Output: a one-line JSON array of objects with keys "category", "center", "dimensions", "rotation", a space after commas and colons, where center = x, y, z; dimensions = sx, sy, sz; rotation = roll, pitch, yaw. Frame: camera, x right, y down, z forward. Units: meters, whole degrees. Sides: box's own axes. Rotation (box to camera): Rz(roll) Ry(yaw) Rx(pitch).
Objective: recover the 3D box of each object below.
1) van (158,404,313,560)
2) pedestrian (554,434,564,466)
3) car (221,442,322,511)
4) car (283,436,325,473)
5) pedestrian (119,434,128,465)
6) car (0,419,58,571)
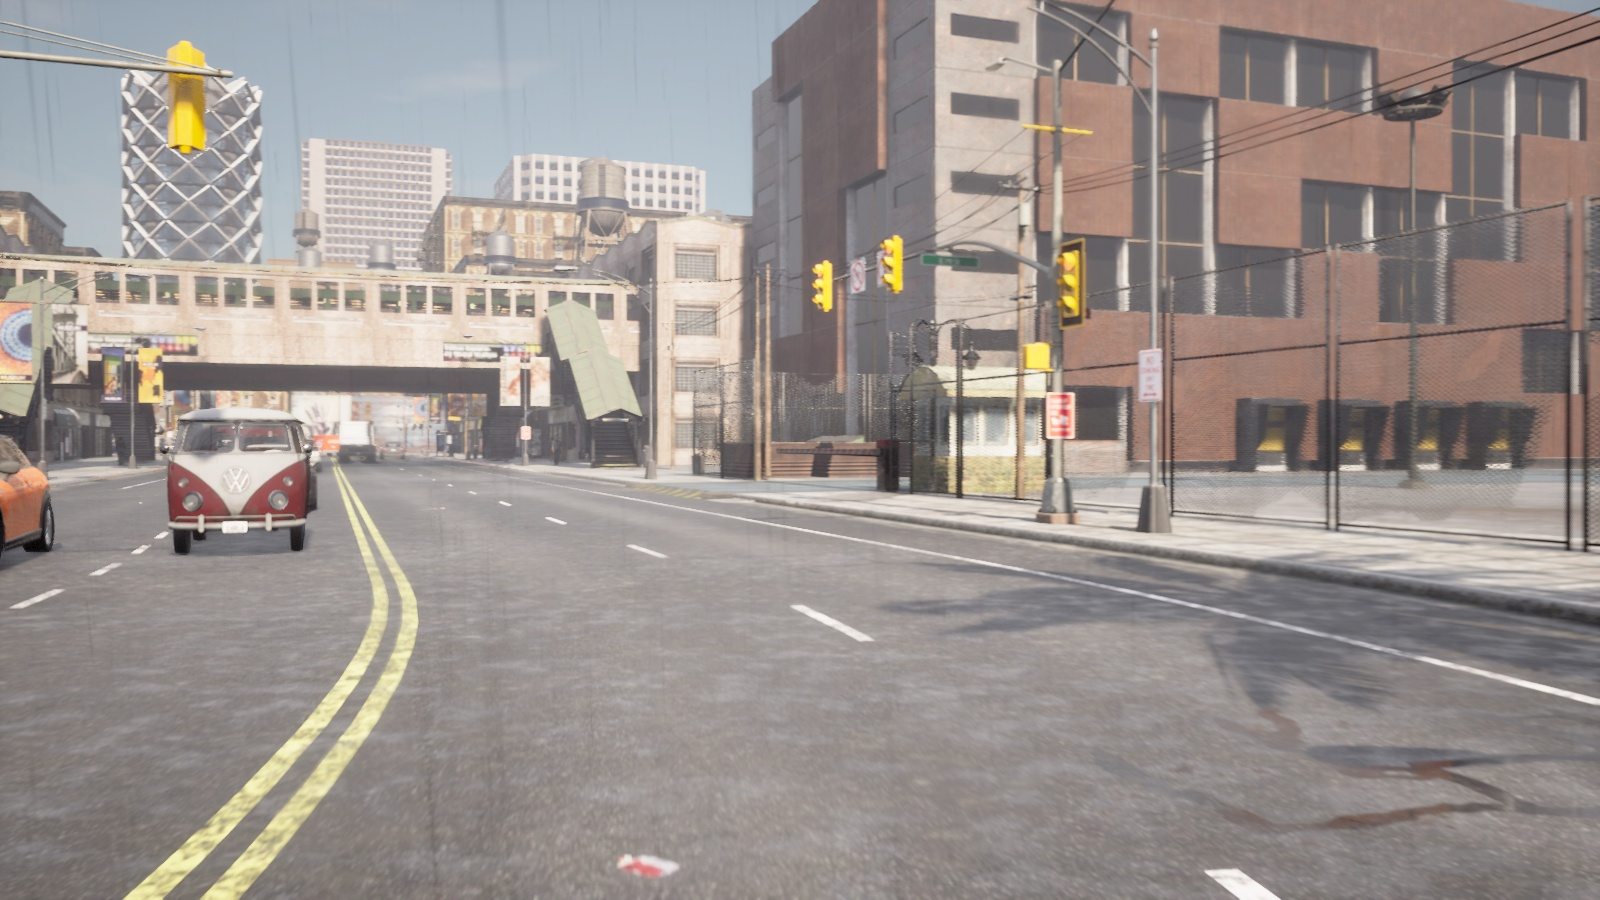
[{"category": "van", "center": [-8.099, 0.396, 18.340], "dimensions": [1.775, 1.987, 4.442], "rotation": [0, 0, -21]}, {"category": "pedestrian", "center": [-14.250, -0.015, 74.221], "dimensions": [0.540, 1.848, 0.694], "rotation": [0, 0, -15]}, {"category": "car", "center": [-11.998, 0.550, 28.709], "dimensions": [1.970, 1.475, 3.806], "rotation": [0, 0, -21]}, {"category": "car", "center": [-25.777, 0.195, 65.347], "dimensions": [1.932, 1.855, 4.605], "rotation": [0, 0, -21]}, {"category": "pedestrian", "center": [-42.535, -0.041, 78.946], "dimensions": [0.402, 1.930, 0.666], "rotation": [0, 0, -19]}, {"category": "car", "center": [-10.692, 0.519, 15.289], "dimensions": [2.097, 1.767, 4.553], "rotation": [0, 0, -21]}]
